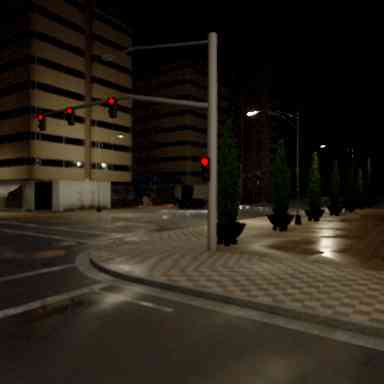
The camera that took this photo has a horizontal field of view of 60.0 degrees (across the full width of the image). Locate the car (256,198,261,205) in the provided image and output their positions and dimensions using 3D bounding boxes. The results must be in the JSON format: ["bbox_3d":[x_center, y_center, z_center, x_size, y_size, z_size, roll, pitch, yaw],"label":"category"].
[{"bbox_3d":[12.970,1.266,55.202,2.128,1.511,4.902,0,0,35],"label":"car"}]

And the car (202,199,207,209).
[{"bbox_3d":[3.545,1.586,41.878,1.994,1.385,4.181,0,0,35],"label":"car"}]

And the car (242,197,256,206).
[{"bbox_3d":[10.100,1.572,57.207,2.033,1.411,5.357,0,0,35],"label":"car"}]

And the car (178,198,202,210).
[{"bbox_3d":[0.161,1.494,43.148,1.882,1.535,5.008,0,0,35],"label":"car"}]
